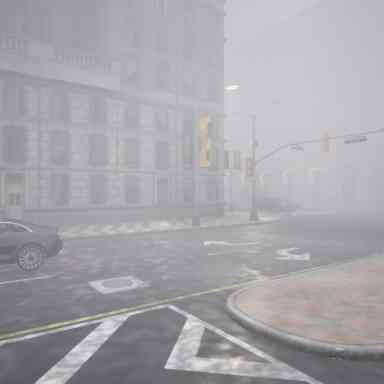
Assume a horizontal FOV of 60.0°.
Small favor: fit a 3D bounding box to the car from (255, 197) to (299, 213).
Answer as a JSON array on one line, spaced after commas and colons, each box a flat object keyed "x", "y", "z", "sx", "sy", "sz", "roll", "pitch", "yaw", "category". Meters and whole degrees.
[{"x": 9.341, "y": 1.352, "z": 37.715, "sx": 2.097, "sy": 1.767, "sz": 4.553, "roll": 0, "pitch": 0, "yaw": -35, "category": "car"}]

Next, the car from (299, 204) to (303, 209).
[{"x": 11.098, "y": 1.547, "z": 41.365, "sx": 2.033, "sy": 1.411, "sz": 5.357, "roll": 0, "pitch": 0, "yaw": -37, "category": "car"}]

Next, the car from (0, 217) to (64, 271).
[{"x": -6.229, "y": 1.491, "z": 9.380, "sx": 4.902, "sy": 1.511, "sz": 2.128, "roll": 0, "pitch": 0, "yaw": -35, "category": "car"}]

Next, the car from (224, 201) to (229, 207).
[{"x": 3.465, "y": 1.548, "z": 51.999, "sx": 2.033, "sy": 1.411, "sz": 5.357, "roll": 0, "pitch": 0, "yaw": -35, "category": "car"}]
